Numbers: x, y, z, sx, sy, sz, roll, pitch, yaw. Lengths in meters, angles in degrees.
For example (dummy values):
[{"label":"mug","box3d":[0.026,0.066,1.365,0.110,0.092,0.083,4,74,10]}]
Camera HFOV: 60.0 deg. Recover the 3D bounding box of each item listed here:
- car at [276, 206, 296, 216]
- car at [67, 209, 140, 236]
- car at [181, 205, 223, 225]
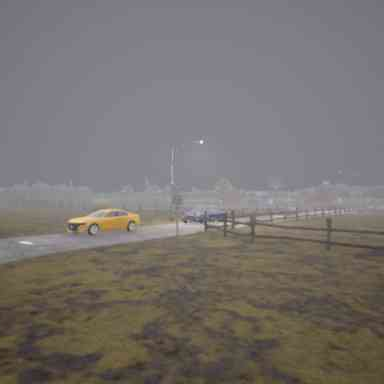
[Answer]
[{"label":"car","box3d":[13.885,2.751,48.572,1.994,1.385,4.181,-1,-2,36]},{"label":"car","box3d":[-5.547,1.850,21.370,1.882,1.535,5.008,-1,-2,35]},{"label":"car","box3d":[1.004,1.992,30.591,2.097,1.767,4.553,-1,-2,35]}]
